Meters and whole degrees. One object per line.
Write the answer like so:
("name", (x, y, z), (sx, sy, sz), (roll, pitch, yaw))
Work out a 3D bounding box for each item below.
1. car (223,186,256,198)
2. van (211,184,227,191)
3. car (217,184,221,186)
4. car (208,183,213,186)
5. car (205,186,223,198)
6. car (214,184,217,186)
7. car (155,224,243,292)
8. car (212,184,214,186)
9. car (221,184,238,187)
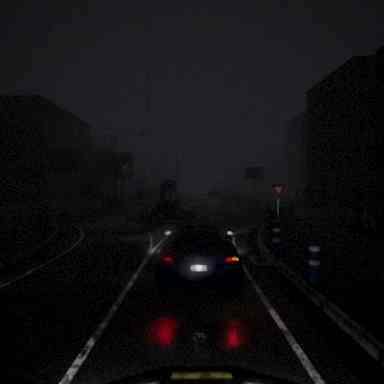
("car", (8.216, 0.163, 58.507), (4.674, 1.452, 2.002), (0, 2, -1))
("van", (7.704, -1.274, 94.306), (4.442, 1.987, 1.878), (0, 1, -1))
("car", (8.182, -0.348, 64.002), (5.566, 2.045, 2.435), (0, 2, -1))
("car", (7.853, -1.159, 88.797), (5.566, 2.045, 2.435), (0, 1, -1))
("car", (3.688, 0.203, 57.062), (1.837, 1.490, 4.892), (0, 1, -1))
("car", (8.039, -0.492, 75.028), (4.892, 1.521, 2.231), (0, 2, -1))
("car", (0.185, 1.538, 8.907), (1.994, 1.385, 4.181), (0, 0, 1))
("car", (7.978, -0.670, 80.536), (5.008, 1.535, 2.097), (0, 2, -1))
("car", (8.151, -0.114, 61.253), (4.553, 1.767, 2.185), (0, 2, -1))
